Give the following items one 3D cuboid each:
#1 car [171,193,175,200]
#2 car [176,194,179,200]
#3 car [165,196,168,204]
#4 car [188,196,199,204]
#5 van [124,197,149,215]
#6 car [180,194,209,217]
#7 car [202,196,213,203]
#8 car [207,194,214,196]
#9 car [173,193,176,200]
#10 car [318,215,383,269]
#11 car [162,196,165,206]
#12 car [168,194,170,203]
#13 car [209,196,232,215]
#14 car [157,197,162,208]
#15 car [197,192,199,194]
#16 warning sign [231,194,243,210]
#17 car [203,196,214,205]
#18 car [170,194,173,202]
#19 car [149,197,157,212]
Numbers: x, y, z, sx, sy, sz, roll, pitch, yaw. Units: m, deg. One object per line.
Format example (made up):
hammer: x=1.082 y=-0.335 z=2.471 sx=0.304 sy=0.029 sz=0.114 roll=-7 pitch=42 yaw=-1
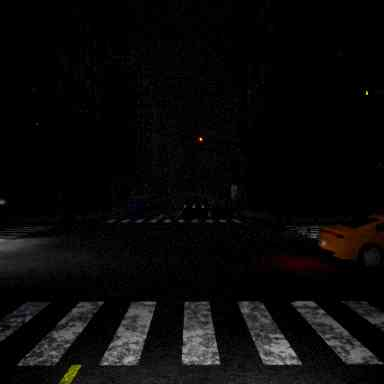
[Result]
car: x=-5.462 y=1.544 z=73.060 sx=1.887 sy=1.381 sz=4.507 roll=0 pitch=0 yaw=0
car: x=-5.369 y=1.307 z=90.065 sx=2.192 sy=1.841 sz=5.009 roll=0 pitch=0 yaw=0
car: x=-5.555 y=1.569 z=56.056 sx=1.947 sy=1.339 sz=4.313 roll=0 pitch=0 yaw=0
car: x=0.346 y=1.566 z=63.712 sx=1.994 sy=1.385 sz=4.181 roll=0 pitch=0 yaw=0
van: x=-5.680 y=1.343 z=33.383 sx=1.690 sy=1.788 sz=3.998 roll=0 pitch=0 yaw=0
car: x=0.224 y=1.354 z=31.325 sx=2.097 sy=1.767 sz=4.553 roll=0 pitch=0 yaw=1
car: x=3.033 y=1.552 z=67.354 sx=2.008 sy=1.369 sz=4.403 roll=0 pitch=0 yaw=0
car: x=2.908 y=1.443 z=44.677 sx=1.967 sy=1.590 sz=4.097 roll=0 pitch=0 yaw=0
car: x=-5.432 y=1.522 z=78.559 sx=1.752 sy=1.417 sz=4.829 roll=0 pitch=0 yaw=0
car: x=6.691 y=1.492 z=10.681 sx=5.008 sy=1.535 sz=1.882 roll=0 pitch=0 yaw=0
car: x=-5.586 y=1.585 z=50.388 sx=1.802 sy=1.307 sz=4.206 roll=0 pitch=0 yaw=0
car: x=-5.525 y=1.527 z=61.554 sx=1.752 sy=1.417 sz=4.829 roll=0 pitch=0 yaw=0
car: x=2.846 y=1.442 z=33.339 sx=1.967 sy=1.590 sz=4.097 roll=0 pitch=0 yaw=0
car: x=-5.617 y=1.569 z=44.720 sx=1.947 sy=1.339 sz=4.313 roll=0 pitch=0 yaw=0
car: x=3.125 y=1.310 z=84.361 sx=2.192 sy=1.841 sz=5.009 roll=0 pitch=0 yaw=0
warning sign: x=5.280 y=1.118 z=39.319 sx=1.300 sy=1.860 sz=1.060 roll=0 pitch=0 yaw=0
car: x=3.002 y=1.527 z=61.854 sx=1.752 sy=1.417 sz=4.829 roll=0 pitch=0 yaw=0
car: x=-5.493 y=1.567 z=67.392 sx=1.947 sy=1.339 sz=4.313 roll=0 pitch=0 yaw=0
car: x=-5.648 y=1.443 z=39.051 sx=1.967 sy=1.590 sz=4.097 roll=0 pitch=0 yaw=0
